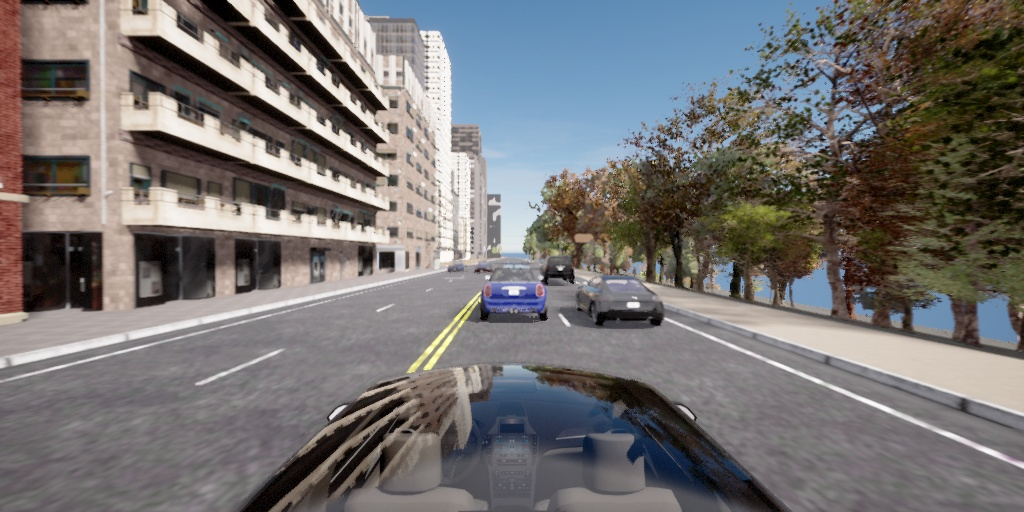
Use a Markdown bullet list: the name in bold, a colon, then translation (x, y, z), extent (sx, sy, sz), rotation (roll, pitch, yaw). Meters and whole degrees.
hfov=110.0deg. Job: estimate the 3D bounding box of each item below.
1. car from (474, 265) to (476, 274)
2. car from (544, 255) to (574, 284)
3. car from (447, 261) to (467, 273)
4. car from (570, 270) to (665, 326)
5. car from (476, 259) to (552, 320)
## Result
- **car**: translation (-3.343, 1.290, 42.388), extent (2.033, 1.411, 5.357), rotation (0, 0, 0)
- **car**: translation (3.319, 0.966, 27.068), extent (2.150, 2.045, 5.566), rotation (0, 0, 0)
- **car**: translation (-6.587, 1.308, 43.282), extent (1.994, 1.385, 4.181), rotation (0, 0, 0)
- **car**: translation (3.315, 1.308, 11.752), extent (1.994, 1.385, 4.181), rotation (0, 0, 0)
- **car**: translation (0.071, 1.097, 12.806), extent (2.097, 1.767, 4.553), rotation (0, 0, 0)
